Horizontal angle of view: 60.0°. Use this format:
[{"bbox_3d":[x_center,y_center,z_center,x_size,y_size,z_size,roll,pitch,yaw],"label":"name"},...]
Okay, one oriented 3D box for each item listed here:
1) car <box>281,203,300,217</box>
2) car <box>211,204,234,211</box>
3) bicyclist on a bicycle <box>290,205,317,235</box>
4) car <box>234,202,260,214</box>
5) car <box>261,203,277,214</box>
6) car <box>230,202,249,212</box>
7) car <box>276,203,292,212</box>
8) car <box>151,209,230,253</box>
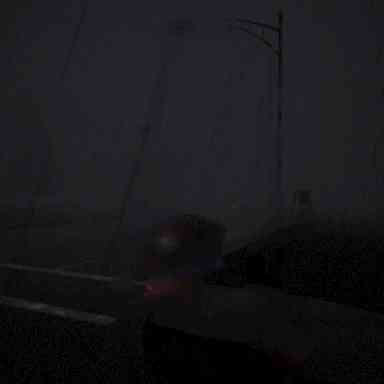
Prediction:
[{"bbox_3d":[12.791,2.371,43.135,1.882,1.535,5.008,0,-1,25],"label":"car"},{"bbox_3d":[4.297,2.475,49.679,1.994,1.385,4.181,0,-1,24],"label":"car"},{"bbox_3d":[6.820,1.579,19.732,1.656,1.620,0.582,31,10,19],"label":"bicyclist on a bicycle"},{"bbox_3d":[8.191,2.434,49.782,1.882,1.535,5.008,0,-1,25],"label":"car"},{"bbox_3d":[12.445,2.497,50.669,1.882,1.535,5.008,0,-1,25],"label":"car"},{"bbox_3d":[8.415,2.590,58.703,1.882,1.535,5.008,0,-1,25],"label":"car"},{"bbox_3d":[16.635,2.715,59.852,2.128,1.511,4.902,0,-1,25],"label":"car"},{"bbox_3d":[-0.001,1.760,15.151,2.128,1.511,4.902,0,-1,25],"label":"car"}]
